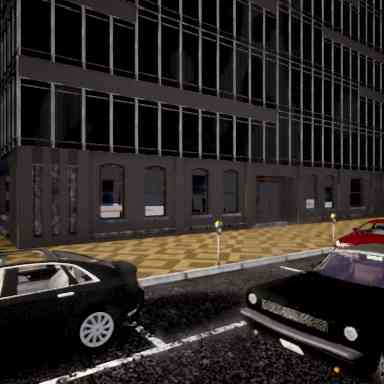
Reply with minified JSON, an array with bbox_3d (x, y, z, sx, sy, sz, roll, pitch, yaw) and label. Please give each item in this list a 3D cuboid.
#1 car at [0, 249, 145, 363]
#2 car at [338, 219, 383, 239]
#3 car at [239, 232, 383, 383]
[{"bbox_3d":[-2.805,1.551,4.559,4.403,1.369,2.008,0,0,-35],"label":"car"},{"bbox_3d":[6.484,1.589,11.142,4.206,1.307,1.802,0,0,-35],"label":"car"},{"bbox_3d":[3.030,1.604,5.398,4.718,1.301,1.895,0,0,-35],"label":"car"}]
